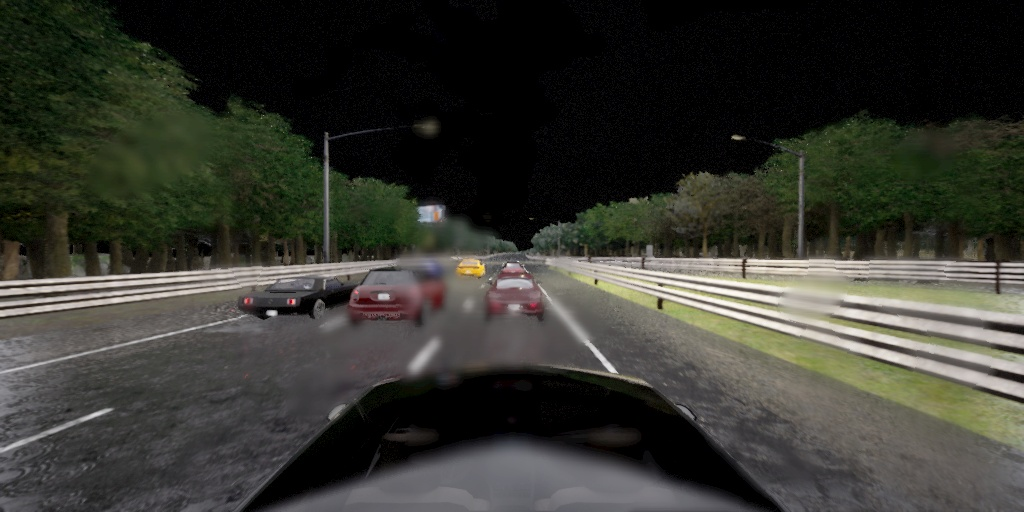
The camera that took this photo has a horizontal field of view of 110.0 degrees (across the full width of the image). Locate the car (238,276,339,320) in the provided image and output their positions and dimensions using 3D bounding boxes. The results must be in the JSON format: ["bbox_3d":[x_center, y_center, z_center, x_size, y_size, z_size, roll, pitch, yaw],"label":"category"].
[{"bbox_3d":[-6.906,1.340,12.535,1.895,1.301,4.718,0,0,0],"label":"car"}]

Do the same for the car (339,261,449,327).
[{"bbox_3d":[-3.400,1.094,11.650,2.097,1.767,4.553,0,0,0],"label":"car"}]

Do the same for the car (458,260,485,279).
[{"bbox_3d":[-3.398,1.094,30.658,1.882,1.535,5.008,0,0,0],"label":"car"}]

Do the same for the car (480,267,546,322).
[{"bbox_3d":[0.100,1.265,12.201,1.812,1.442,4.674,0,0,0],"label":"car"}]

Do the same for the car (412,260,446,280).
[{"bbox_3d":[-6.883,1.145,30.284,1.812,1.442,4.674,0,0,0],"label":"car"}]

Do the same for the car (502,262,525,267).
[{"bbox_3d":[0.102,1.187,29.598,1.994,1.385,4.181,0,0,0],"label":"car"}]

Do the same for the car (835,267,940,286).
[{"bbox_3d":[21.781,0.940,20.984,1.994,1.385,4.181,0,0,-24],"label":"car"}]
